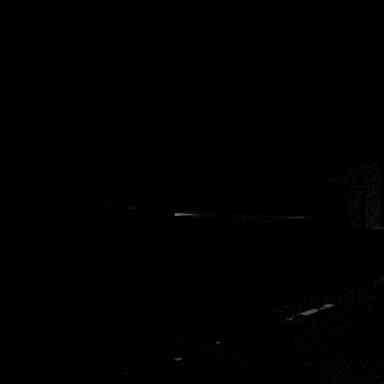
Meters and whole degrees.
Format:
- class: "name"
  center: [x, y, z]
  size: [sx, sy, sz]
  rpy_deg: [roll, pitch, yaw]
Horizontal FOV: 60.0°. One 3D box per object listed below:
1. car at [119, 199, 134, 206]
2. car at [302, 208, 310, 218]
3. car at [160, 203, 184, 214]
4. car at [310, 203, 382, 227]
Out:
- class: "car"
  center: [-13.539, 2.095, 68.869]
  size: [1.812, 1.442, 4.674]
  rpy_deg: [-1, 1, -36]
- class: "car"
  center: [12.911, 1.810, 31.963]
  size: [1.837, 1.490, 4.892]
  rpy_deg: [-1, 0, -36]
- class: "car"
  center: [-2.878, 2.311, 47.669]
  size: [1.994, 1.385, 4.181]
  rpy_deg: [-1, 1, -36]
- class: "car"
  center: [12.200, 1.788, 26.112]
  size: [2.128, 1.511, 4.902]
  rpy_deg: [-1, 0, -31]
